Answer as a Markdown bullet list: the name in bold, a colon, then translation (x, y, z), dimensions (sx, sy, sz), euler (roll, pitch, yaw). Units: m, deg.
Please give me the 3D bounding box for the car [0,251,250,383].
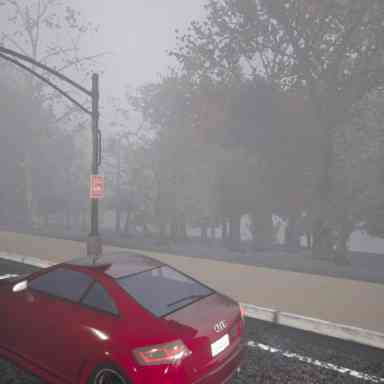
- **car**: translation (-1.338, 1.563, 4.636), dimensions (4.181, 1.385, 1.994), euler (0, 0, 35)
